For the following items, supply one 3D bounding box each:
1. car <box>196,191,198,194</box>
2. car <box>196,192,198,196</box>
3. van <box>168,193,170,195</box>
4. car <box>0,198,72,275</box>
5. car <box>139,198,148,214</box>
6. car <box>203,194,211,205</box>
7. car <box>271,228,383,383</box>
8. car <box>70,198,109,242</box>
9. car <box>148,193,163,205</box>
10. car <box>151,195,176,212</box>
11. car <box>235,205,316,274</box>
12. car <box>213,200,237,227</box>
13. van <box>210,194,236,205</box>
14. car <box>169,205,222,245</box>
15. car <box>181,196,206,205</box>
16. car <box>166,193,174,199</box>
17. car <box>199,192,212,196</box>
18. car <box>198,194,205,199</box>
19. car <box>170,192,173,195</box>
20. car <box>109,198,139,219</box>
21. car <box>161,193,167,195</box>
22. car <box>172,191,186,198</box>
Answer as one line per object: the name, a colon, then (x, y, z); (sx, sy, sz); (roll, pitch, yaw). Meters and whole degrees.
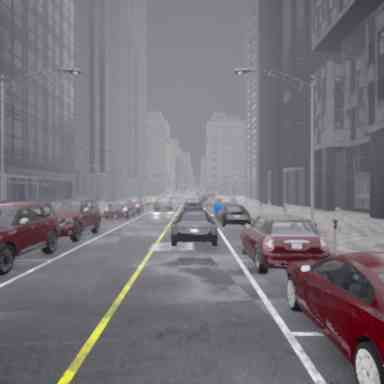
car: (2.684, 1.113, 89.348); (1.967, 1.590, 4.097); (0, 0, 0)
car: (2.682, 1.273, 78.070); (2.008, 1.369, 4.403); (0, 0, 0)
van: (-5.847, 1.105, 66.814); (1.690, 1.788, 3.998); (0, 0, 0)
car: (-5.855, 1.264, 10.416); (2.192, 1.841, 5.009); (0, 0, 0)
car: (-5.852, 1.295, 32.973); (1.967, 1.590, 4.097); (0, 0, 0)
car: (2.675, 1.350, 44.443); (1.752, 1.417, 4.829); (0, 0, 1)
car: (2.669, 1.521, 4.763); (1.887, 1.381, 4.507); (0, 0, 0)
car: (-5.854, 1.237, 16.055); (2.192, 1.841, 5.009); (0, 0, 0)
car: (-5.857, 1.335, 49.690); (1.752, 1.417, 4.829); (0, 0, 1)
car: (-3.089, 1.368, 36.886); (1.812, 1.442, 4.674); (0, 0, 0)
car: (2.670, 1.389, 10.401); (1.967, 1.590, 4.097); (0, 0, 0)
car: (2.672, 1.463, 21.680); (1.947, 1.339, 4.313); (0, 0, 0)
van: (2.672, 1.216, 27.318); (1.690, 1.788, 3.998); (0, 0, 0)
car: (0.097, 1.490, 15.160); (1.994, 1.385, 4.181); (0, 0, 0)
car: (0.100, 1.367, 30.688); (1.837, 1.490, 4.892); (0, 0, 0)
car: (-5.842, 1.112, 89.375); (1.967, 1.590, 4.097); (0, 0, 0)
car: (2.677, 1.112, 55.510); (2.192, 1.841, 5.009); (0, 0, 0)
car: (2.685, 1.229, 94.988); (1.802, 1.307, 4.206); (0, 0, 0)
car: (-5.843, 1.279, 83.734); (1.802, 1.307, 4.206); (0, 0, 0)
car: (-5.853, 1.315, 27.335); (1.967, 1.590, 4.097); (0, 0, 0)
car: (-5.849, 1.306, 61.003); (1.752, 1.417, 4.829); (0, 0, 0)
car: (-2.986, 1.117, 77.440); (1.882, 1.535, 5.008); (0, 0, 0)
